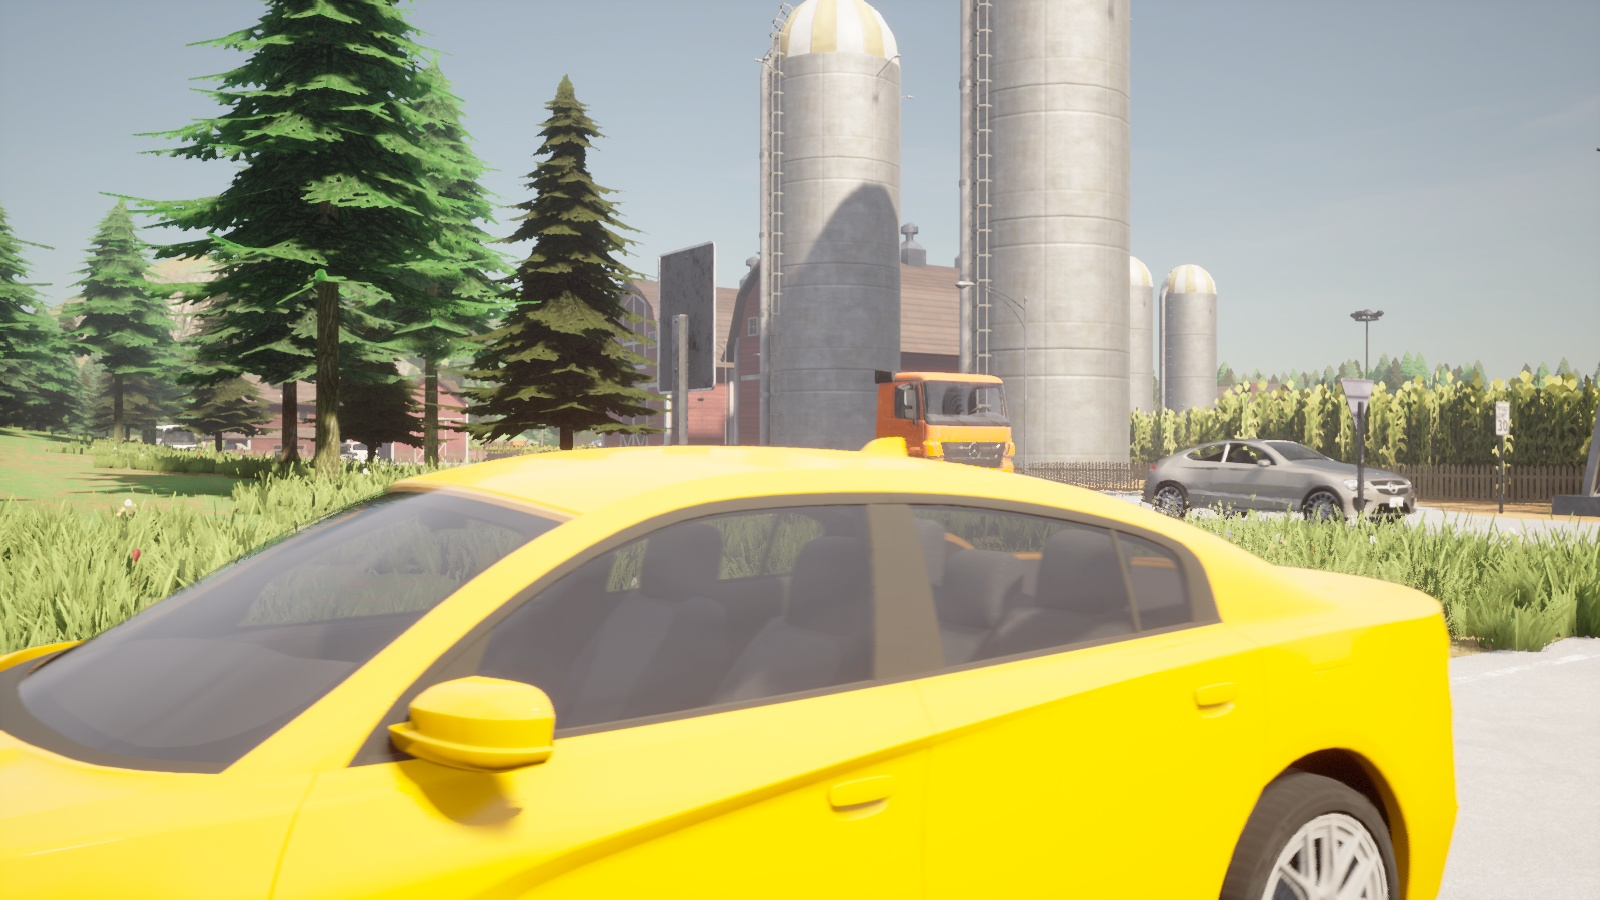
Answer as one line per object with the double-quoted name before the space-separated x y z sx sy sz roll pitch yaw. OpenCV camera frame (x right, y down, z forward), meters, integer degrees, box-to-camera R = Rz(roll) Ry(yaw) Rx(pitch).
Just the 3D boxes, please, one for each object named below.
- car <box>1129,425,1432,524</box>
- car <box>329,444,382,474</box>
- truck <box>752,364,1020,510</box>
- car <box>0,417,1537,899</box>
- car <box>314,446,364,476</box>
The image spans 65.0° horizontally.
"car" 8.904 0.420 23.740 2.152 1.651 5.027 0 0 -34
"car" -31.691 0.606 89.447 2.150 2.045 5.566 0 0 -34
"truck" 2.049 -0.302 33.785 2.891 3.462 7.936 0 0 -34
"car" -0.487 0.730 2.950 5.008 1.535 1.882 0 0 -35
"car" -29.325 0.675 79.770 1.932 1.855 4.605 0 0 -34
